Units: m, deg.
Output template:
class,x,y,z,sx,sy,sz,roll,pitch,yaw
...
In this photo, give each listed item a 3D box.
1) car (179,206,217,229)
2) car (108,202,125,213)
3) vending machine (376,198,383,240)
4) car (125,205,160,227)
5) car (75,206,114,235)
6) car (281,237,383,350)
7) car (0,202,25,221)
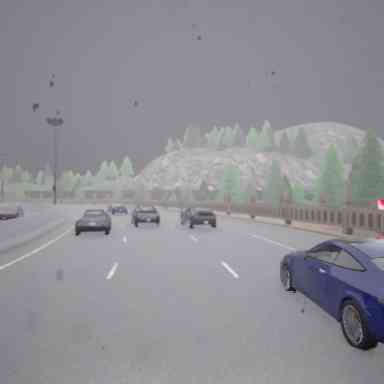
class,x,y,z,sx,sy,sz,roll,pitch,yaw
car,0.361,1.749,23.981,1.837,1.490,4.892,0,-1,-13
car,-9.169,1.998,40.777,1.812,1.442,4.674,0,-1,-23
vending machine,9.991,1.338,16.622,1.100,2.100,0.880,0,0,-9
car,-3.651,1.764,25.451,2.128,1.511,4.902,0,-1,-15
car,-6.076,1.795,20.773,1.994,1.385,4.181,0,-1,-12
car,3.168,1.582,6.234,1.812,1.442,4.674,0,-1,-4
car,-15.977,1.847,29.199,1.882,1.535,5.008,0,-1,-20
